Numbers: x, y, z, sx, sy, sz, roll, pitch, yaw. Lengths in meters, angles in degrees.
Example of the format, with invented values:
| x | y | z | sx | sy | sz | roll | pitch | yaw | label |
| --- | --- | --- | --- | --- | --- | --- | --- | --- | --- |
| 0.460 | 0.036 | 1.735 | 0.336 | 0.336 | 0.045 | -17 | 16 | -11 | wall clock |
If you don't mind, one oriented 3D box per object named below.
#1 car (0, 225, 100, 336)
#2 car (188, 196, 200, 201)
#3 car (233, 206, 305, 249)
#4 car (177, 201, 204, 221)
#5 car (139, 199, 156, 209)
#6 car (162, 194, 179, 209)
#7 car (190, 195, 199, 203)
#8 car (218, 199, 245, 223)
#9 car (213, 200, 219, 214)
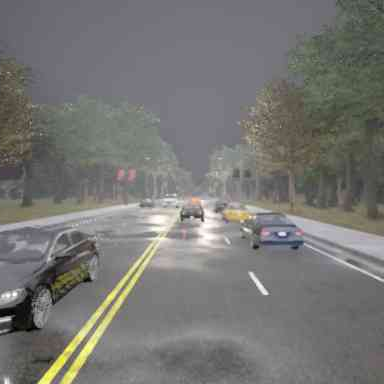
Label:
| x | y | z | sx | sy | sz | roll | pitch | yaw | label |
| --- | --- | --- | --- | --- | --- | --- | --- | --- | --- |
| -3.338 | 1.506 | 6.924 | 2.128 | 1.511 | 4.902 | 0 | 0 | 0 | car |
| 0.426 | 1.500 | 57.461 | 2.097 | 1.767 | 4.553 | 0 | 0 | 1 | car |
| 3.278 | 1.579 | 14.587 | 2.033 | 1.411 | 5.357 | 0 | 0 | 0 | car |
| 0.038 | 1.664 | 27.709 | 1.895 | 1.301 | 4.718 | 0 | 0 | 1 | car |
| -6.331 | 1.666 | 47.929 | 2.033 | 1.411 | 5.357 | 0 | 0 | 1 | car |
| -3.086 | 1.341 | 48.117 | 2.150 | 2.045 | 5.566 | 0 | 0 | 1 | car |
| 0.566 | 1.571 | 74.561 | 2.097 | 1.767 | 4.553 | 0 | 0 | 1 | car |
| 3.326 | 1.515 | 25.767 | 1.801 | 1.575 | 5.366 | 0 | 0 | 0 | car |
| 3.396 | 1.591 | 36.568 | 1.837 | 1.490 | 4.892 | 0 | 0 | 0 | car |
